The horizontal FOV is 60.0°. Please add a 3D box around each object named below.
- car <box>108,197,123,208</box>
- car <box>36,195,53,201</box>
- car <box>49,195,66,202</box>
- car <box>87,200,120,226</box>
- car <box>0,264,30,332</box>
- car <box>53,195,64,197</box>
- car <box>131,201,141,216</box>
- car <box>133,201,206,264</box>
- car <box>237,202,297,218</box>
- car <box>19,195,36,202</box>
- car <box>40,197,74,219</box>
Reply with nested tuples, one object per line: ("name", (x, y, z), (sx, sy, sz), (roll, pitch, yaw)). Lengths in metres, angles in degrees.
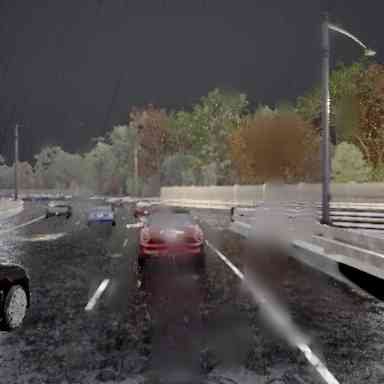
("car", (-11.302, 1.505, 48.057), (1.812, 1.442, 4.674), (0, 0, -27))
("car", (-33.549, 1.356, 74.333), (5.008, 1.535, 1.882), (0, 0, 45))
("car", (-31.057, 1.538, 76.749), (4.674, 1.442, 1.812), (0, 0, 45))
("car", (-6.355, 1.544, 23.592), (2.033, 1.411, 5.357), (0, 0, -13))
("car", (-3.682, 1.498, 3.909), (2.128, 1.511, 4.902), (0, 0, -2))
("car", (-31.009, 1.369, 76.741), (4.892, 1.490, 1.837), (0, 0, 45))
("car", (-4.466, 1.511, 29.979), (1.812, 1.442, 4.674), (0, 0, -15))
("car", (-0.794, 1.344, 11.985), (2.097, 1.767, 4.553), (0, 0, -6))
("car", (5.140, 1.469, 23.887), (2.128, 1.511, 4.902), (0, 0, -41))
("car", (-36.088, 1.389, 71.925), (4.892, 1.490, 1.837), (0, 0, 45))
("car", (-11.385, 1.496, 28.742), (2.128, 1.511, 4.902), (0, 0, -16))
